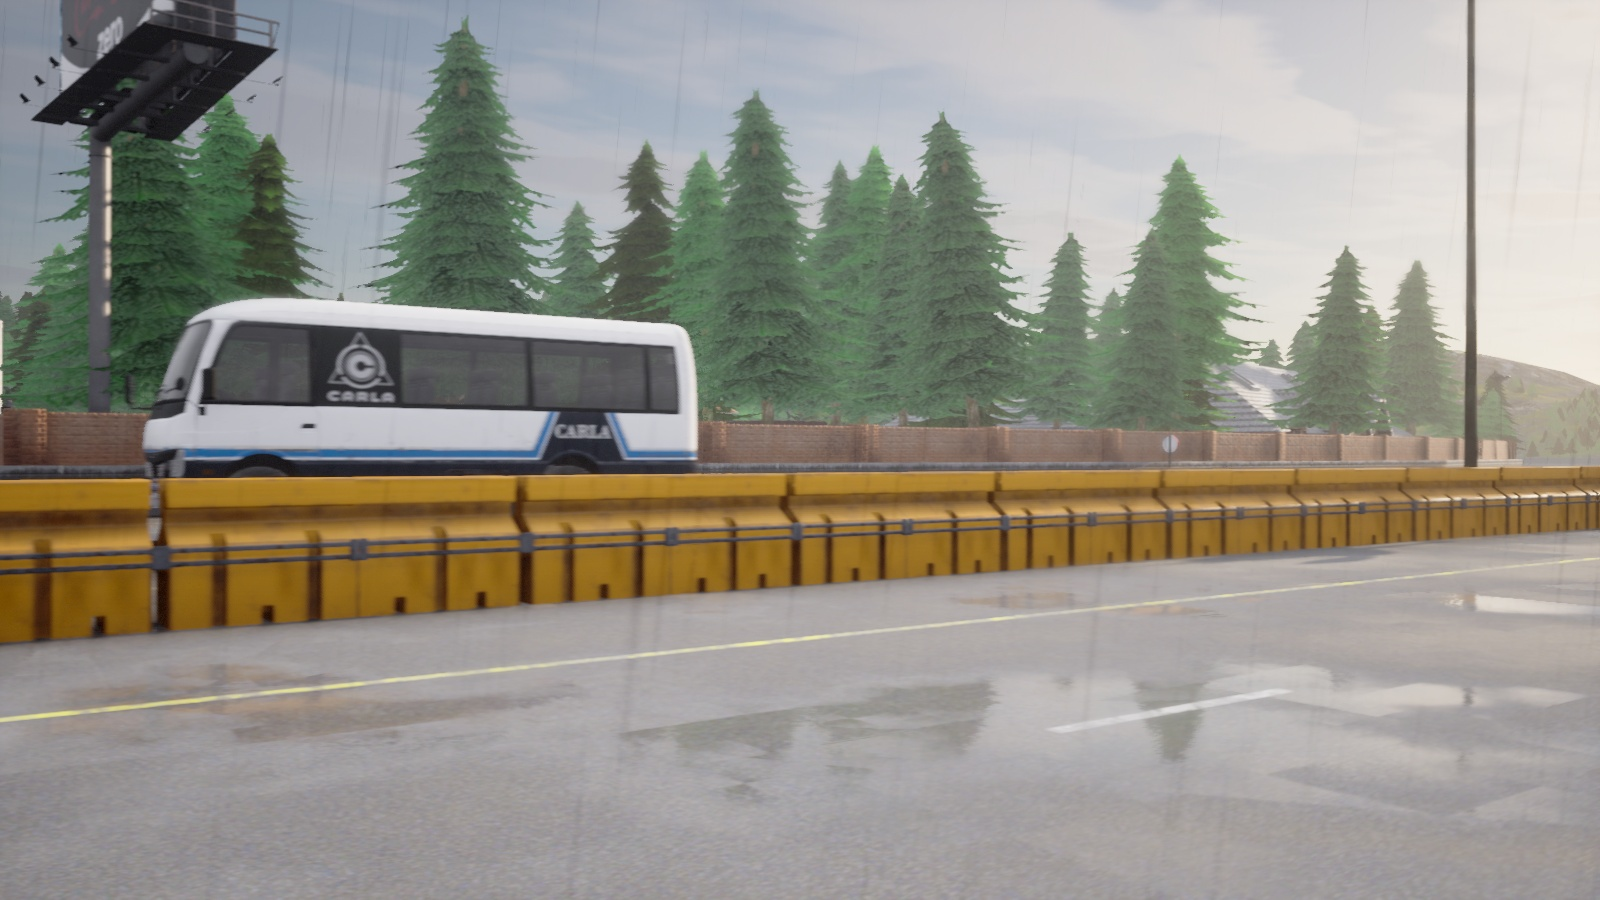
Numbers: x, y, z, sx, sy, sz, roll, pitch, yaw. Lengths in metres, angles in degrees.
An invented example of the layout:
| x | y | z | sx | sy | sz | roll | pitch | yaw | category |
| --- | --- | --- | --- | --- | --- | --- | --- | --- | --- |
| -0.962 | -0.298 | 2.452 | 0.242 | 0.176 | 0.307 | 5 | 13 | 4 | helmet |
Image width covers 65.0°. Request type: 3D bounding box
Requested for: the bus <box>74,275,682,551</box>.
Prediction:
| x | y | z | sx | sy | sz | roll | pitch | yaw | category |
| --- | --- | --- | --- | --- | --- | --- | --- | --- | --- |
| -7.709 | -0.557 | 23.894 | 10.273 | 4.253 | 3.944 | 0 | 0 | -35 | bus |
